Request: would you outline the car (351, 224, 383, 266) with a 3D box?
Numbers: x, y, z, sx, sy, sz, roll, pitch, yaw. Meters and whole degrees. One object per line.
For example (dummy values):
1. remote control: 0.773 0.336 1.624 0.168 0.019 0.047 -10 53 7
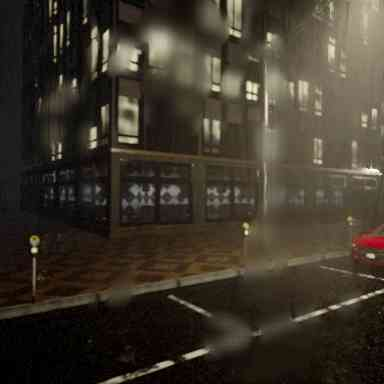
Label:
1. car: 7.134 1.679 11.183 4.507 1.381 1.887 1 0 -35
